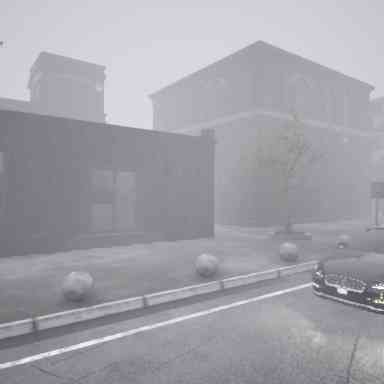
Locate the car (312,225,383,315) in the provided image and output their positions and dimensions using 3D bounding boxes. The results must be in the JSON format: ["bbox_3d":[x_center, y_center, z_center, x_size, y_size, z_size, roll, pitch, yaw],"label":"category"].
[{"bbox_3d":[4.640,1.507,7.315,4.892,1.490,1.837,0,0,-36],"label":"car"}]
